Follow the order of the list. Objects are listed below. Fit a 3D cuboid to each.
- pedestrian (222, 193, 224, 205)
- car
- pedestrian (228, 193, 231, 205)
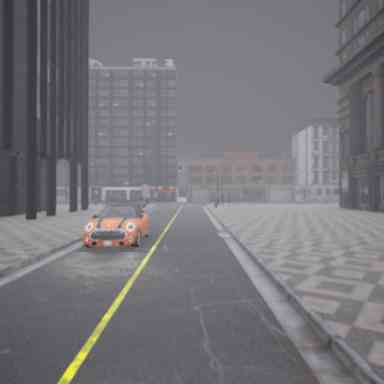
[{"bbox_3d":[4.606,1.070,49.482,0.375,1.860,0.375,0,0,0],"label":"pedestrian"},{"bbox_3d":[-3.108,1.309,14.490,2.097,1.767,4.553,0,0,0],"label":"car"},{"bbox_3d":[5.605,1.064,50.082,0.375,1.860,0.375,0,0,0],"label":"pedestrian"}]
